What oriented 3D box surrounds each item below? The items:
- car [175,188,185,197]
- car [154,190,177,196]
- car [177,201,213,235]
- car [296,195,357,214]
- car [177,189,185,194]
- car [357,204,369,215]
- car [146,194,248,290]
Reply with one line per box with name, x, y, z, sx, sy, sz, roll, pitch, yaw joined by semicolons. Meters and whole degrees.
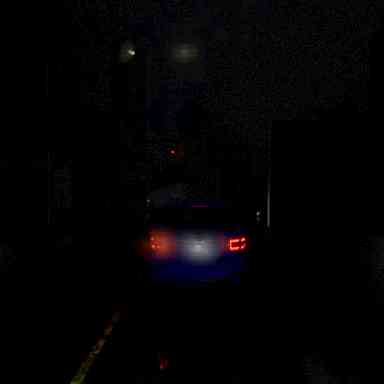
car;-2.487;0.077;69.382;1.882;1.535;5.008;0;2;0
car;-3.480;0.904;37.150;2.097;1.767;4.553;0;1;11
car;0.128;1.389;19.168;1.837;1.490;4.892;0;1;0
car;12.836;1.181;32.446;5.009;1.841;2.192;1;0;0
car;-2.642;0.603;53.065;2.128;1.511;4.902;0;2;1
car;18.234;1.525;32.436;4.206;1.307;1.802;1;0;0
car;0.116;1.195;9.142;2.150;2.045;5.566;0;0;0
